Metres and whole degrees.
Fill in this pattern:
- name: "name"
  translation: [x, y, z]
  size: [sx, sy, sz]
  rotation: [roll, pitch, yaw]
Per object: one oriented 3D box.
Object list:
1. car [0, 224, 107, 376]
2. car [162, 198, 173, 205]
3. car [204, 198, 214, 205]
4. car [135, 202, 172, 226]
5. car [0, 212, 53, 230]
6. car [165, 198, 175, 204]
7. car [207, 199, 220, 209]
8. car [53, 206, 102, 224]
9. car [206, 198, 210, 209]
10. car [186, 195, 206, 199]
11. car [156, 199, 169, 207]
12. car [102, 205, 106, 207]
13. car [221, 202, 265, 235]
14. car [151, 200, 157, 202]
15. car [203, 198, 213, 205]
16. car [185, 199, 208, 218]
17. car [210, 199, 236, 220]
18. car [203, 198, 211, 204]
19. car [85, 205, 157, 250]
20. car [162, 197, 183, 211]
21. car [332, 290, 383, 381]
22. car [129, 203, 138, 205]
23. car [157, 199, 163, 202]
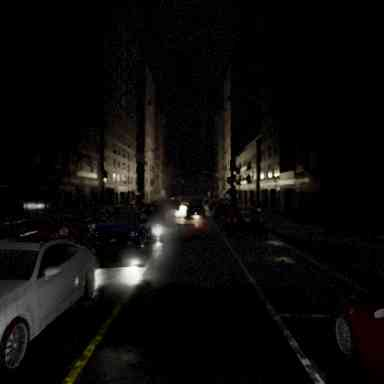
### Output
- name: "car"
  translation: [-3.062, 1.554, 5.740]
  size: [1.812, 1.442, 4.674]
  rotation: [0, 0, 1]
- name: "car"
  translation: [-5.007, 2.001, 69.597]
  size: [1.887, 1.381, 4.507]
  rotation: [0, 0, 1]
- name: "car"
  translation: [3.517, 2.029, 69.521]
  size: [1.887, 1.381, 4.507]
  rotation: [0, 0, 1]
- name: "car"
  translation: [-2.839, 1.723, 25.016]
  size: [1.994, 1.385, 4.181]
  rotation: [0, 0, 1]
- name: "car"
  translation: [-5.606, 1.480, 8.764]
  size: [1.967, 1.590, 4.097]
  rotation: [0, 0, 1]
- name: "car"
  translation: [-4.953, 2.044, 75.127]
  size: [2.008, 1.369, 4.403]
  rotation: [0, 0, 1]
- name: "car"
  translation: [3.356, 1.898, 53.104]
  size: [1.752, 1.417, 4.829]
  rotation: [0, 0, 1]
- name: "car"
  translation: [-5.552, 1.517, 14.295]
  size: [1.967, 1.590, 4.097]
  rotation: [0, 0, 1]
- name: "car"
  translation: [3.300, 1.899, 47.405]
  size: [1.947, 1.339, 4.313]
  rotation: [0, 0, 1]
- name: "car"
  translation: [0.503, 1.664, 45.759]
  size: [2.097, 1.767, 4.553]
  rotation: [0, 0, 1]
- name: "car"
  translation: [-5.116, 1.947, 58.536]
  size: [1.947, 1.339, 4.313]
  rotation: [0, 0, 1]
- name: "car"
  translation: [-5.497, 1.555, 19.825]
  size: [1.967, 1.590, 4.097]
  rotation: [0, 0, 1]
- name: "car"
  translation: [3.027, 1.582, 19.762]
  size: [1.967, 1.590, 4.097]
  rotation: [0, 0, 1]
- name: "car"
  translation: [-5.334, 1.795, 36.415]
  size: [1.947, 1.339, 4.313]
  rotation: [0, 0, 1]
- name: "car"
  translation: [3.572, 2.072, 75.050]
  size: [2.008, 1.369, 4.403]
  rotation: [0, 0, 1]
- name: "car"
  translation: [0.382, 1.730, 32.771]
  size: [1.837, 1.490, 4.892]
  rotation: [0, 0, 1]
- name: "car"
  translation: [3.135, 1.533, 30.820]
  size: [2.192, 1.841, 5.009]
  rotation: [0, 0, 1]
- name: "car"
  translation: [3.627, 2.124, 80.579]
  size: [1.947, 1.339, 4.313]
  rotation: [0, 0, 1]
- name: "car"
  translation: [-2.961, 1.569, 15.033]
  size: [1.882, 1.535, 5.008]
  rotation: [0, 0, 1]
- name: "car"
  translation: [-2.573, 1.814, 45.305]
  size: [1.837, 1.490, 4.892]
  rotation: [0, -1, 1]
- name: "car"
  translation: [2.866, 1.613, 3.174]
  size: [1.802, 1.307, 4.206]
  rotation: [0, 0, 1]
- name: "car"
  translation: [-5.442, 1.718, 25.354]
  size: [1.947, 1.339, 4.313]
  rotation: [0, 0, 1]
- name: "car"
  translation: [-5.225, 1.857, 47.475]
  size: [2.008, 1.369, 4.403]
  rotation: [0, 0, 1]
